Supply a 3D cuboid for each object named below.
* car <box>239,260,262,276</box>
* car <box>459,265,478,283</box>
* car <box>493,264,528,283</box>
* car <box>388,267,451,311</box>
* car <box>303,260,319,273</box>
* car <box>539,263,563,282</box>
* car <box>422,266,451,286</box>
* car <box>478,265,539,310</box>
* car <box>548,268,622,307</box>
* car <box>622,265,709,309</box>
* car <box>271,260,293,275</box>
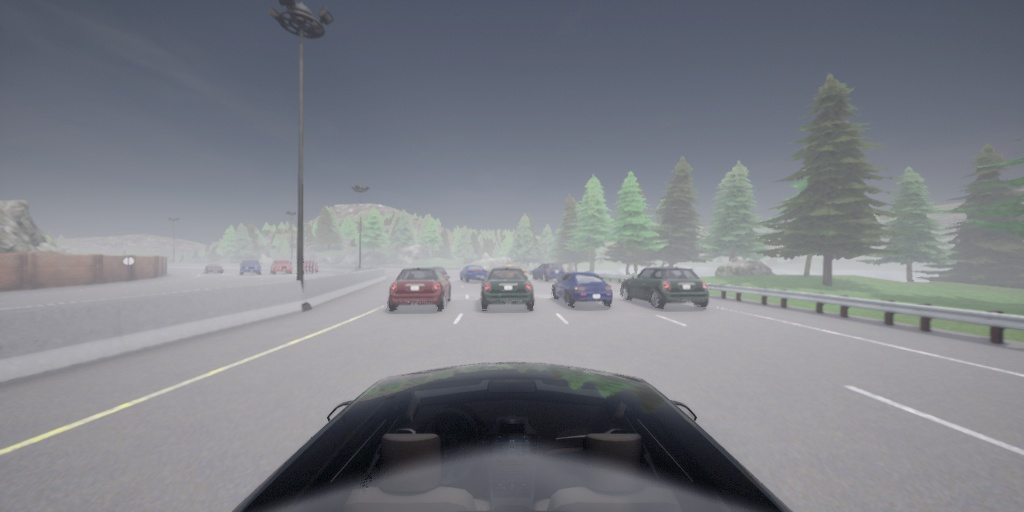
[{"bbox_3d":[-34.239,1.478,46.999,2.150,2.045,5.566,1,-1,-38],"label":"car"},{"bbox_3d":[-3.615,1.576,32.996,1.882,1.535,5.008,0,0,-17],"label":"car"},{"bbox_3d":[-0.232,1.586,33.891,1.882,1.535,5.008,0,0,-17],"label":"car"},{"bbox_3d":[-3.828,1.256,15.552,2.097,1.767,4.553,0,-1,-5],"label":"car"},{"bbox_3d":[-30.602,1.549,53.653,2.150,2.045,5.566,1,-1,-40],"label":"car"},{"bbox_3d":[3.392,1.461,34.008,2.097,1.767,4.553,0,-1,-17],"label":"car"},{"bbox_3d":[-6.473,1.618,30.441,2.033,1.411,5.357,0,-1,-16],"label":"car"},{"bbox_3d":[-0.335,1.258,15.757,2.097,1.767,4.553,0,-1,-5],"label":"car"},{"bbox_3d":[3.115,1.439,16.434,1.812,1.442,4.674,0,0,-6],"label":"car"},{"bbox_3d":[6.652,1.262,16.168,2.097,1.767,4.553,0,-1,-5],"label":"car"},{"bbox_3d":[-31.860,1.506,49.624,2.150,2.045,5.566,1,-1,-38],"label":"car"}]
